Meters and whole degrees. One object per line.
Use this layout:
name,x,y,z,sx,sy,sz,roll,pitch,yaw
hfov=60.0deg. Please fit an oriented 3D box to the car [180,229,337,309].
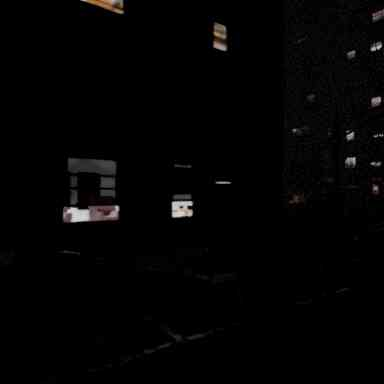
car,1.709,1.558,7.770,4.206,1.307,1.802,0,1,-35

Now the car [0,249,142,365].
car,-2.787,1.565,4.563,4.313,1.339,1.947,0,1,-35

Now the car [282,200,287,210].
car,8.122,1.177,35.278,1.802,1.307,4.206,1,0,-36

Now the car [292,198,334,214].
car,11.389,1.241,30.766,1.947,1.339,4.313,1,0,-36
